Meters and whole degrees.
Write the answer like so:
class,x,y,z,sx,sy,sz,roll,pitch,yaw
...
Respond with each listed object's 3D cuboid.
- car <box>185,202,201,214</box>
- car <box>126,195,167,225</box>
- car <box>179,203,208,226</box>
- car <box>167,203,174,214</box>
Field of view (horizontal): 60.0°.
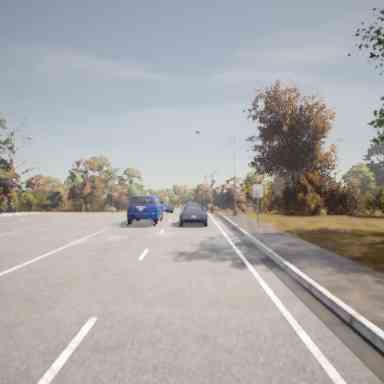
class,x,y,z,sx,sy,sz,roll,pitch,yaw
car,0.125,2.092,42.460,1.994,1.385,4.181,0,-4,0
car,-3.393,1.256,24.736,2.150,2.045,5.566,0,0,0
car,0.105,1.597,24.044,1.994,1.385,4.181,0,0,0
car,-3.374,2.108,42.717,1.994,1.385,4.181,0,-4,0
